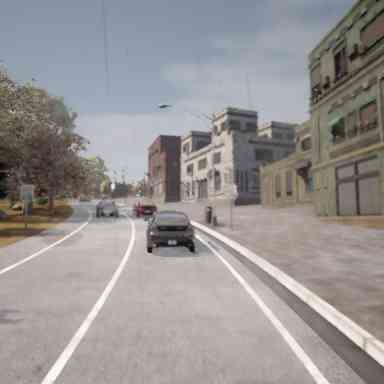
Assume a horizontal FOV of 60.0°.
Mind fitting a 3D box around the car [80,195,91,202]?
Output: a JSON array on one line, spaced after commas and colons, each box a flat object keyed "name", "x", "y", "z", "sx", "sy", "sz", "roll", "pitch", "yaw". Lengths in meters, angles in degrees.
[{"name": "car", "x": -21.594, "y": 1.342, "z": 67.328, "sx": 1.994, "sy": 1.385, "sz": 4.181, "roll": 2, "pitch": 0, "yaw": -20}]

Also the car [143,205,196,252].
[{"name": "car", "x": -0.967, "y": 1.530, "z": 14.111, "sx": 1.837, "sy": 1.490, "sz": 4.892, "roll": 1, "pitch": 0, "yaw": -7}]

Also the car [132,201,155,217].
[{"name": "car", "x": -4.581, "y": 1.559, "z": 31.901, "sx": 1.882, "sy": 1.535, "sz": 5.008, "roll": 1, "pitch": 0, "yaw": -16}]

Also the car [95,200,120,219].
[{"name": "car", "x": -7.417, "y": 1.500, "z": 29.233, "sx": 2.128, "sy": 1.511, "sz": 4.902, "roll": 1, "pitch": 0, "yaw": -15}]
